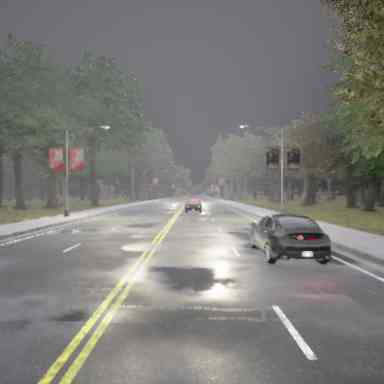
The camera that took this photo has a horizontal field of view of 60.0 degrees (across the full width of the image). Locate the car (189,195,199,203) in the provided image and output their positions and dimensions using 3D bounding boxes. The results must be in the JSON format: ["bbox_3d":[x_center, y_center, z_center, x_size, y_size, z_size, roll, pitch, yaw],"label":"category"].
[{"bbox_3d":[0.541,1.482,73.507,2.097,1.767,4.553,0,0,1],"label":"car"}]

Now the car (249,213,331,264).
[{"bbox_3d":[3.267,1.510,11.810,1.837,1.490,4.892,0,0,0],"label":"car"}]

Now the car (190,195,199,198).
[{"bbox_3d":[0.406,1.414,54.607,2.097,1.767,4.553,0,0,1],"label":"car"}]

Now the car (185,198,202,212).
[{"bbox_3d":[0.161,1.630,38.451,1.895,1.301,4.718,0,0,0],"label":"car"}]
